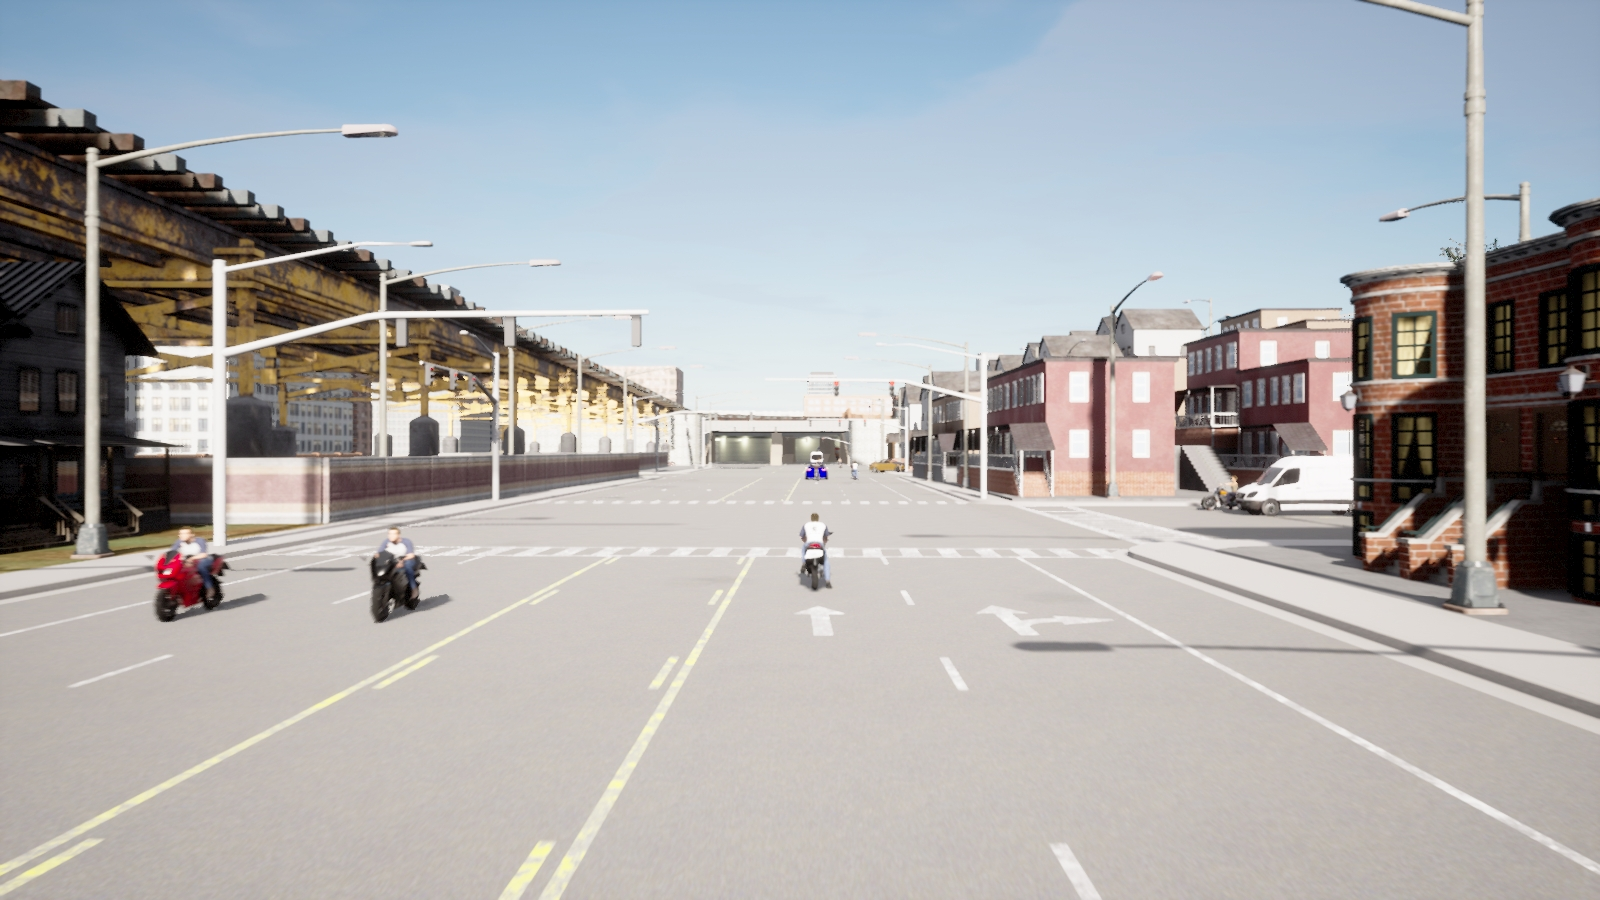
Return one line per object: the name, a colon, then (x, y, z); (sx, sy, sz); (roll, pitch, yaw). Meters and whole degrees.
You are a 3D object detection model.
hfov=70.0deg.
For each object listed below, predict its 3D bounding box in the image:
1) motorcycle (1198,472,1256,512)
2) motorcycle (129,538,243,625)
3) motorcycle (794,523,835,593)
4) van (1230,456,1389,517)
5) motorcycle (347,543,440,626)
motorcycle: (19.627, 1.906, 52.533); (2.356, 1.802, 0.764); (0, 0, 1)
motorcycle: (-10.258, 2.172, 19.188); (0.803, 1.224, 2.033); (0, 0, 1)
motorcycle: (0.304, 2.173, 23.313); (0.803, 1.224, 2.033); (0, 0, 1)
van: (21.765, 1.534, 48.999); (5.915, 2.561, 1.988); (0, 0, 1)
motorcycle: (-6.759, 2.212, 19.119); (0.803, 1.145, 2.033); (0, 0, 1)
